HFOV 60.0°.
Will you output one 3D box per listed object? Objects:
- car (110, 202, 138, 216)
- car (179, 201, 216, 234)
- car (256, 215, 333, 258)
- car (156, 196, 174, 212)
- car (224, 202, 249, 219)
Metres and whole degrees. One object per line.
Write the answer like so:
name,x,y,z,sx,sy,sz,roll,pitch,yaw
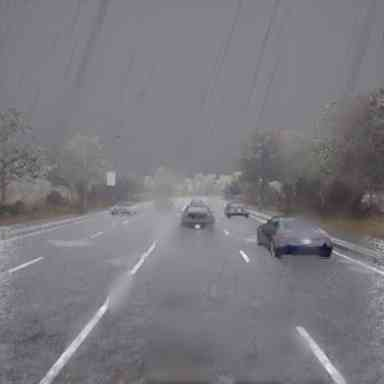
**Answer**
car,-6.705,1.632,33.212,1.895,1.301,4.718,0,0,1
car,0.316,1.528,19.587,1.837,1.490,4.892,0,0,1
car,3.734,1.583,12.809,1.994,1.385,4.181,0,0,1
car,-3.119,1.547,39.093,1.837,1.490,4.892,0,0,1
car,3.953,1.586,30.065,2.033,1.411,5.357,0,0,1
